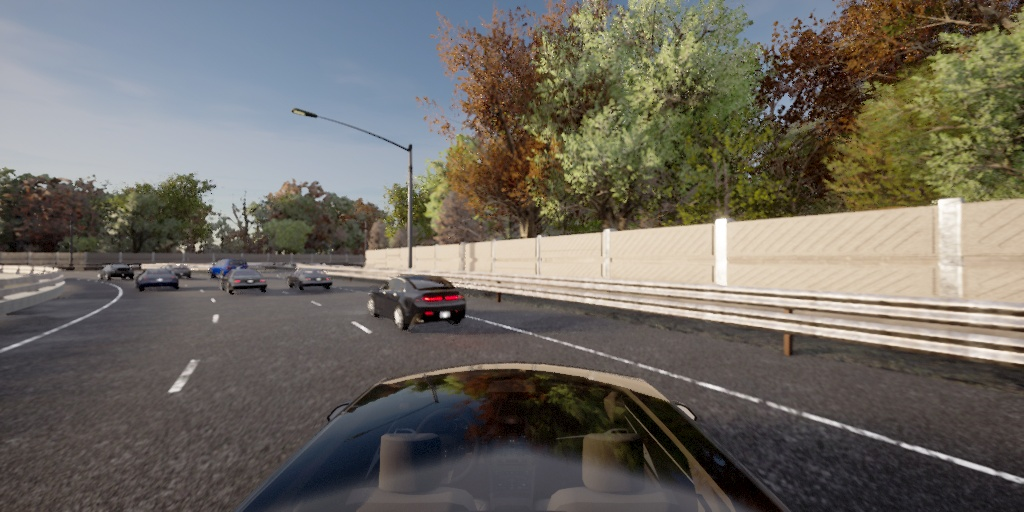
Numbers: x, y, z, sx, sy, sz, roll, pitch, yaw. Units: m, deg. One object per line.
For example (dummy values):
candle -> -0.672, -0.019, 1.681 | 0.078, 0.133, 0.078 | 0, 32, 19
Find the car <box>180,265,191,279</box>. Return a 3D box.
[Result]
car -> -34.967, 1.629, 37.073 | 4.902, 1.511, 2.128 | 0, -1, 33

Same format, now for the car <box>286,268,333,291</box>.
car -> -13.884, 1.549, 24.478 | 2.033, 1.411, 5.357 | 1, -1, -42

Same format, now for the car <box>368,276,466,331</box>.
car -> -3.210, 1.364, 11.599 | 1.837, 1.490, 4.892 | 1, -1, -36

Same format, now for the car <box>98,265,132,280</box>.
car -> -39.633, 1.627, 35.906 | 4.892, 1.490, 1.837 | -1, -1, 32

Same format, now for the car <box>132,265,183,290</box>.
car -> -24.650, 1.567, 24.880 | 4.181, 1.385, 1.994 | -1, -1, 41

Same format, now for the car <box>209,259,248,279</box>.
car -> -29.859, 1.370, 37.900 | 5.566, 2.045, 2.150 | 0, -1, 35

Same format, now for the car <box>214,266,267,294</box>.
car -> -16.755, 1.524, 22.332 | 2.033, 1.411, 5.357 | 1, -1, -45
